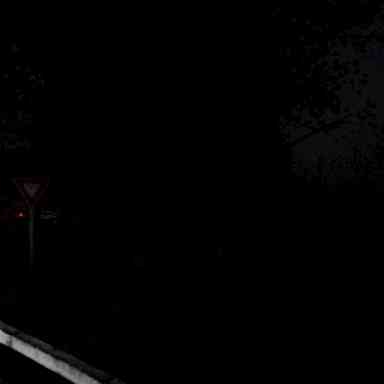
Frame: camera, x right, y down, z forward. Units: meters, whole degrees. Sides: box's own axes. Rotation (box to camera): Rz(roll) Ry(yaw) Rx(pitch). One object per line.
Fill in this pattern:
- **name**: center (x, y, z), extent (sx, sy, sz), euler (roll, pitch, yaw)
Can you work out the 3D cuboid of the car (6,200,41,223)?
- **car**: center (-12.018, 1.300, 23.825), extent (1.882, 1.535, 5.008), euler (1, 0, -23)
